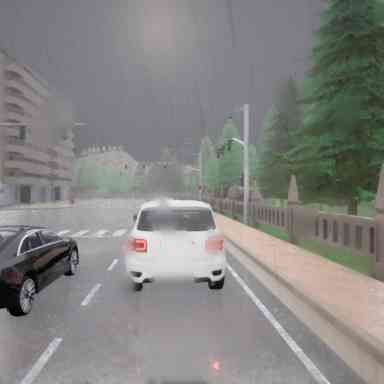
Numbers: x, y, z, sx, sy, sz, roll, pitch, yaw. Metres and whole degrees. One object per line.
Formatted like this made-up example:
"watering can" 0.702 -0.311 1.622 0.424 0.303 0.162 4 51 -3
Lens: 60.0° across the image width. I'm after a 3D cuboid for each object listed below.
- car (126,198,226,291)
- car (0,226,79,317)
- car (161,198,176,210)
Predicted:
"car" -0.480 1.221 9.186 2.150 2.045 5.566 0 0 -4
"car" -3.971 1.492 7.405 2.128 1.511 4.902 0 0 -3
"car" -3.166 1.526 44.422 1.812 1.442 4.674 0 0 -4
